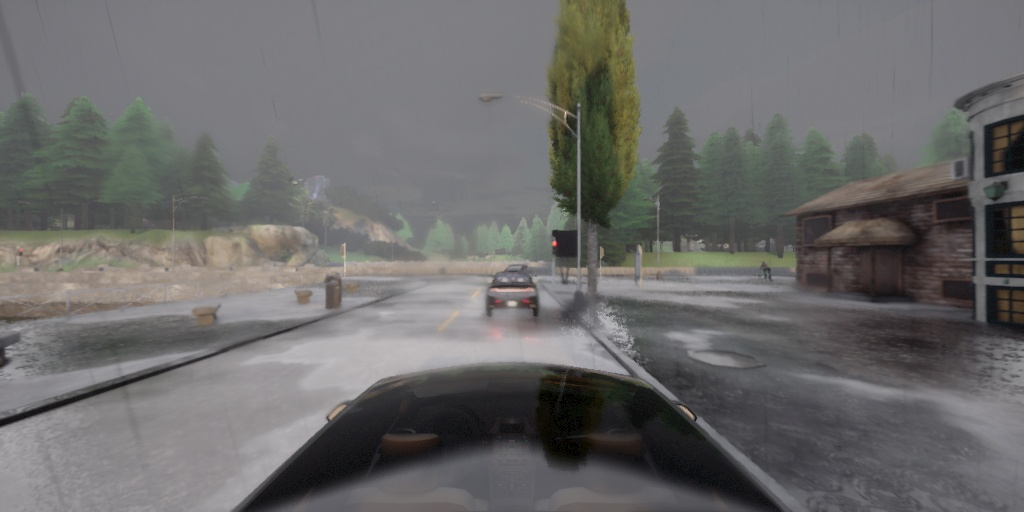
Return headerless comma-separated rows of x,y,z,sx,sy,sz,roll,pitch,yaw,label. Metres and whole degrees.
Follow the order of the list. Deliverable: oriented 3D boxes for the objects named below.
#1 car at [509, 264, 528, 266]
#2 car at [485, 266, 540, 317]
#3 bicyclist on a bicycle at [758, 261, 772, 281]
0.630,1.415,29.269,1.837,1.490,4.892,-1,0,13,car
0.035,1.310,13.622,2.128,1.511,4.902,0,0,0,car
20.974,1.259,29.787,0.582,1.620,1.656,-1,0,0,bicyclist on a bicycle
